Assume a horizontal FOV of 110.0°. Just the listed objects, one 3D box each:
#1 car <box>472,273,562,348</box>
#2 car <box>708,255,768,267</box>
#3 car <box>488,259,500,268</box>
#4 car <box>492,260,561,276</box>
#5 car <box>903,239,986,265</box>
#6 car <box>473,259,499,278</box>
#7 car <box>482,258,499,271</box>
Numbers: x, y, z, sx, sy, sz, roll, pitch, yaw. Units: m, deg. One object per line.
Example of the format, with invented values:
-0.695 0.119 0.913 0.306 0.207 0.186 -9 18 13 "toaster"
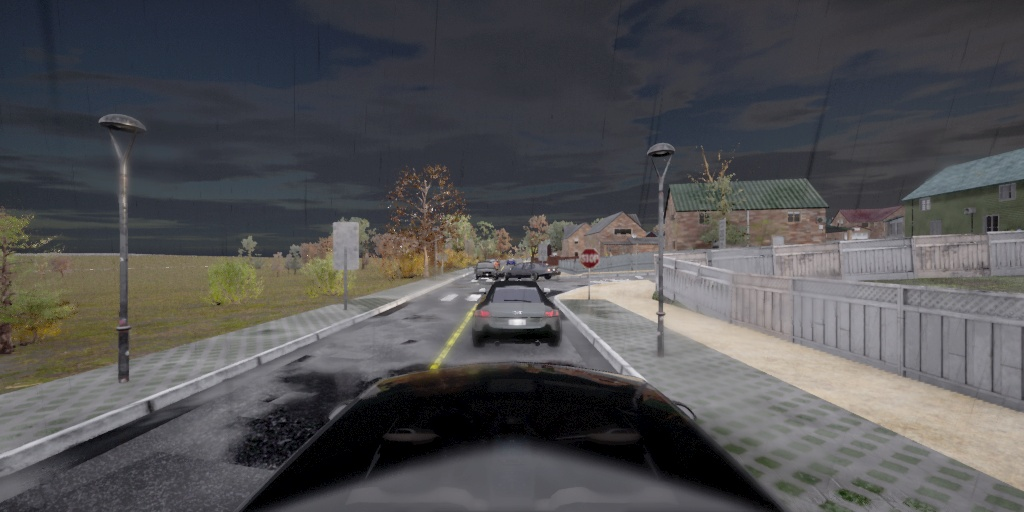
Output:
0.081 1.313 9.282 1.994 1.385 4.181 0 0 -1 "car"
14.329 0.413 22.714 4.181 1.385 1.994 -3 0 16 "car"
-3.000 1.257 61.054 1.882 1.535 5.008 0 0 0 "car"
1.262 1.198 28.300 5.357 1.411 2.033 -4 -3 43 "car"
23.836 -0.208 20.318 4.902 1.511 2.128 -3 0 14 "car"
-2.334 1.258 31.201 1.837 1.490 4.892 0 0 -8 "car"
-2.986 1.121 51.017 2.097 1.767 4.553 0 0 0 "car"
